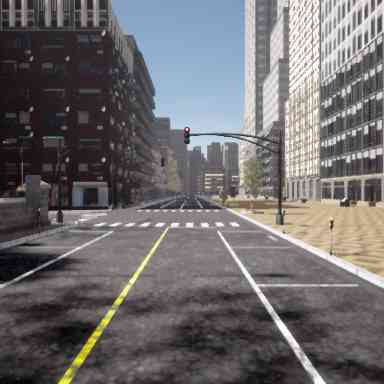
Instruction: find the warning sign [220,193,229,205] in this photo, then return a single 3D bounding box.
[{"bbox_3d":[5.071,1.144,52.213,1.300,1.860,1.060,0,0,0],"label":"warning sign"}]
